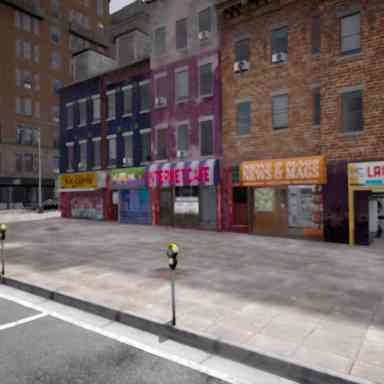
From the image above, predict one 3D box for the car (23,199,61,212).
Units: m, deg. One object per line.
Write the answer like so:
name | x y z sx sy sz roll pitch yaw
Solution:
car | -15.396 1.450 35.630 1.895 1.301 4.718 -1 0 36
